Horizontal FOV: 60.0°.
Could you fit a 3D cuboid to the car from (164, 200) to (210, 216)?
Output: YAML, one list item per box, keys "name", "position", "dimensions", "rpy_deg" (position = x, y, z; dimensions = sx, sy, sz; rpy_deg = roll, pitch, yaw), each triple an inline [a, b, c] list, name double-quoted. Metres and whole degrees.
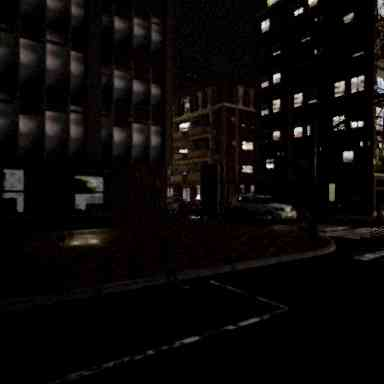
- name: "car"
  position: [-0.585, 1.569, 34.323]
  dimensions: [2.033, 1.411, 5.357]
  rpy_deg: [1, 0, -36]

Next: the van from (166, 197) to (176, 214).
- name: "van"
  position: [-2.784, 1.339, 32.953]
  dimensions: [1.690, 1.788, 3.998]
  rpy_deg: [1, 0, -36]

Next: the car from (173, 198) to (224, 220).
- name: "car"
  position: [0.615, 1.533, 28.211]
  dimensions: [1.752, 1.417, 4.829]
  rpy_deg: [1, 0, -36]

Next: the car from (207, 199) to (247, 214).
- name: "car"
  position: [3.924, 1.598, 37.974]
  dimensions: [1.752, 1.417, 4.829]
  rpy_deg: [1, 0, -36]

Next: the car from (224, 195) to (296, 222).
- name: "car"
  position: [5.391, 1.261, 25.994]
  dimensions: [2.150, 2.045, 5.566]
  rpy_deg: [1, 0, -36]

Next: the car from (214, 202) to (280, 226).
- name: "car"
  position: [3.815, 1.600, 23.747]
  dimensions: [1.802, 1.307, 4.206]
  rpy_deg: [1, 0, -36]
